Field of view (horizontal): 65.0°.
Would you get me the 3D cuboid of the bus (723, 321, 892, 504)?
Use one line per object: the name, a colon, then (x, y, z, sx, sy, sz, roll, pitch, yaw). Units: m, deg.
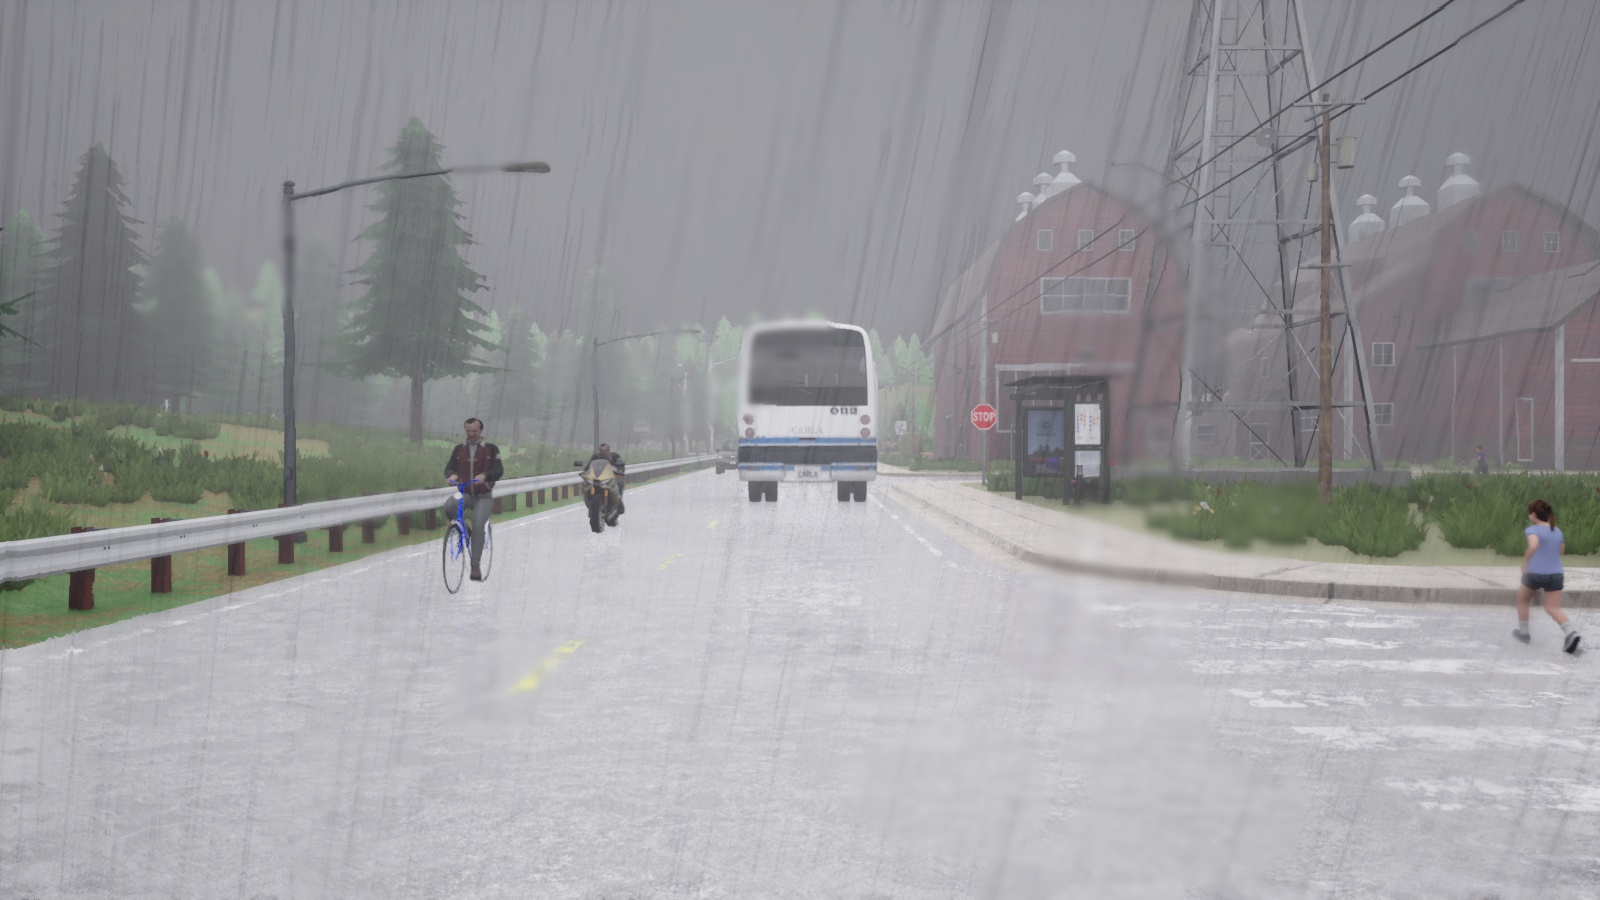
bus: (0.206, -0.825, 34.432, 3.944, 4.253, 10.273, 0, -1, 0)

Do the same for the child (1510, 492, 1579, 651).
child: (5.378, 0.865, 9.082, 0.255, 1.110, 0.394, 0, 0, -2)

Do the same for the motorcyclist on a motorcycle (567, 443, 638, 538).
motorcyclist on a motorcycle: (-3.366, 0.657, 21.609, 0.866, 1.530, 2.191, 0, 1, 0)

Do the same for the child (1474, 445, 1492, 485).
child: (21.874, 0.472, 40.214, 0.437, 1.263, 0.270, 0, 0, 18)

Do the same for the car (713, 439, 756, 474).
car: (-3.148, 0.297, 61.224, 1.851, 1.617, 3.988, 0, 0, 0)

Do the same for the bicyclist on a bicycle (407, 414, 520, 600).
bicyclist on a bicycle: (-3.414, 0.542, 12.890, 0.659, 1.776, 1.843, 0, 0, 0)
